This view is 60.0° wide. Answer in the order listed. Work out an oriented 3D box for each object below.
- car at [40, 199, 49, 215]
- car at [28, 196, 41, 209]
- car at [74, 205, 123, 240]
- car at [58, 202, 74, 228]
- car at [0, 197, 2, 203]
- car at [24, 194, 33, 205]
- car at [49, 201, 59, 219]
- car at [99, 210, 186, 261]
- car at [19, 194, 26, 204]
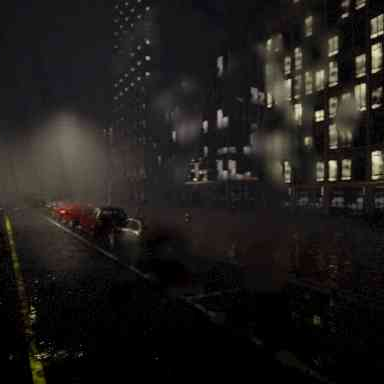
[{"bbox_3d":[-13.072,1.586,32.137,2.008,1.369,4.403,1,-1,-30],"label":"car"},{"bbox_3d":[-21.538,1.604,46.955,1.947,1.339,4.313,1,-1,-30],"label":"car"},{"bbox_3d":[-4.604,1.476,17.318,1.967,1.590,4.097,1,-1,-30],"label":"car"},{"bbox_3d":[-7.428,1.580,22.257,1.887,1.381,4.507,1,-1,-30],"label":"car"},{"bbox_3d":[-39.733,1.349,67.325,2.097,1.767,4.553,1,0,-30],"label":"car"},{"bbox_3d":[-27.266,1.565,56.982,1.752,1.417,4.829,1,-1,-30],"label":"car"},{"bbox_3d":[-10.251,1.617,27.197,1.802,1.307,4.206,1,-1,-30],"label":"car"},{"bbox_3d":[-1.784,1.587,12.378,2.008,1.369,4.403,1,-1,-30],"label":"car"},{"bbox_3d":[-32.824,1.358,66.716,2.192,1.841,5.009,1,-1,-30],"label":"car"}]
